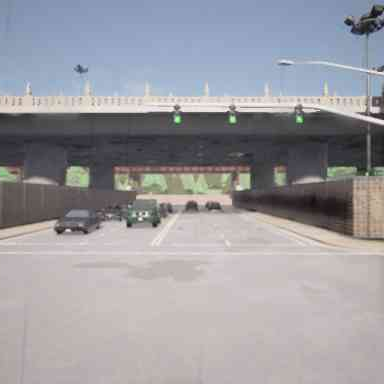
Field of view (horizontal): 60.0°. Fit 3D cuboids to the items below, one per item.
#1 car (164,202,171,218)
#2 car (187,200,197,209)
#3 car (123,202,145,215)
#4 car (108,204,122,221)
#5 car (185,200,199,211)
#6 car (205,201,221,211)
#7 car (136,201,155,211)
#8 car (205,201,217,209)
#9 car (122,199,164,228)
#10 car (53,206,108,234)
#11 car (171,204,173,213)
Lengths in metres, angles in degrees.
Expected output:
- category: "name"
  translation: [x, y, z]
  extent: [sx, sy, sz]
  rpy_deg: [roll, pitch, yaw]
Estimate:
- category: "car"
  translation: [-3.590, 1.939, 35.432]
  extent: [1.837, 1.490, 4.892]
  rpy_deg: [0, -1, 0]
- category: "car"
  translation: [-0.021, 2.239, 61.359]
  extent: [1.837, 1.490, 4.892]
  rpy_deg: [0, -1, 0]
- category: "car"
  translation: [-7.100, 2.002, 41.162]
  extent: [1.837, 1.490, 4.892]
  rpy_deg: [0, -1, 0]
- category: "car"
  translation: [-7.101, 1.886, 31.058]
  extent: [1.837, 1.490, 4.892]
  rpy_deg: [0, -1, 0]
- category: "car"
  translation: [-0.017, 2.120, 50.998]
  extent: [1.837, 1.490, 4.892]
  rpy_deg: [0, -1, 0]
- category: "car"
  translation: [3.482, 2.147, 51.374]
  extent: [1.812, 1.442, 4.674]
  rpy_deg: [0, -1, 0]
- category: "car"
  translation: [-7.065, 2.160, 51.174]
  extent: [2.033, 1.411, 5.357]
  rpy_deg: [0, -1, 1]
- category: "car"
  translation: [3.479, 2.300, 61.360]
  extent: [1.994, 1.385, 4.181]
  rpy_deg: [0, -1, 0]
- category: "car"
  translation: [-3.600, 1.542, 25.623]
  extent: [2.150, 2.045, 5.566]
  rpy_deg: [0, -1, -1]
- category: "car"
  translation: [-7.123, 1.818, 21.437]
  extent: [2.033, 1.411, 5.357]
  rpy_deg: [0, -1, -3]
- category: "car"
  translation: [-3.600, 2.101, 45.885]
  extent: [2.033, 1.411, 5.357]
  rpy_deg: [0, -1, 0]
